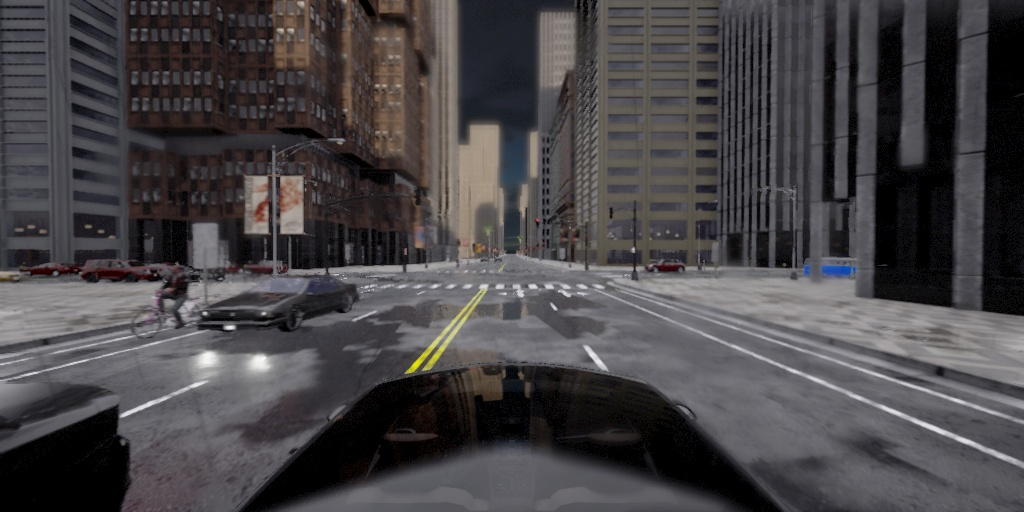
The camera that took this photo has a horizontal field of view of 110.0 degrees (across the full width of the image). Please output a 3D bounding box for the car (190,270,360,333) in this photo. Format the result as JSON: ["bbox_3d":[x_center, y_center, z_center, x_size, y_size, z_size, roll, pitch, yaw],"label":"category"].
[{"bbox_3d":[-6.573,1.285,11.032,2.033,1.411,5.357,0,0,0],"label":"car"}]

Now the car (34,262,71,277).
[{"bbox_3d":[-46.426,1.338,36.318,4.507,1.381,1.888,0,0,0],"label":"car"}]

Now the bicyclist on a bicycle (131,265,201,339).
[{"bbox_3d":[-8.749,1.111,9.147,0.659,1.776,1.843,0,0,0],"label":"bicyclist on a bicycle"}]

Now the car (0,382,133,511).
[{"bbox_3d":[-3.348,1.229,0.110,1.882,1.535,5.008,0,0,0],"label":"car"}]

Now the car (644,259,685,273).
[{"bbox_3d":[16.684,1.048,39.453,4.097,1.591,1.967,0,0,0],"label":"car"}]

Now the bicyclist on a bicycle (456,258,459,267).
[{"bbox_3d":[-8.744,1.126,57.658,0.582,1.620,1.656,0,0,0],"label":"bicyclist on a bicycle"}]

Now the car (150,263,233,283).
[{"bbox_3d":[-24.724,1.415,27.805,4.313,1.339,1.948,0,0,0],"label":"car"}]

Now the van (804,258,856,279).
[{"bbox_3d":[27.520,1.070,30.867,3.998,1.789,1.690,0,0,0],"label":"van"}]

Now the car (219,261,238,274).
[{"bbox_3d":[-30.151,1.175,36.326,4.097,1.591,1.967,0,0,0],"label":"car"}]

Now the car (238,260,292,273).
[{"bbox_3d":[-24.726,1.156,36.329,4.097,1.591,1.967,0,0,0],"label":"car"}]

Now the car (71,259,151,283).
[{"bbox_3d":[-30.150,1.183,27.802,5.009,1.841,2.192,0,0,0],"label":"car"}]

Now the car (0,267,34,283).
[{"bbox_3d":[-40.832,1.432,27.797,4.829,1.417,1.751,0,0,0],"label":"car"}]
